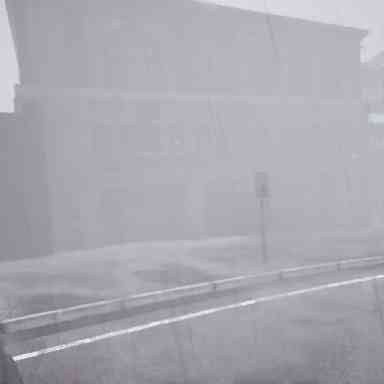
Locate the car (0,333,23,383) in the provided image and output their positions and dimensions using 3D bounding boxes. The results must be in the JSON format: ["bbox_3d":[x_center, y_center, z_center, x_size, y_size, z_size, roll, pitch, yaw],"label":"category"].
[{"bbox_3d":[-3.628,1.539,1.326,5.357,1.411,2.033,0,0,-37],"label":"car"}]
